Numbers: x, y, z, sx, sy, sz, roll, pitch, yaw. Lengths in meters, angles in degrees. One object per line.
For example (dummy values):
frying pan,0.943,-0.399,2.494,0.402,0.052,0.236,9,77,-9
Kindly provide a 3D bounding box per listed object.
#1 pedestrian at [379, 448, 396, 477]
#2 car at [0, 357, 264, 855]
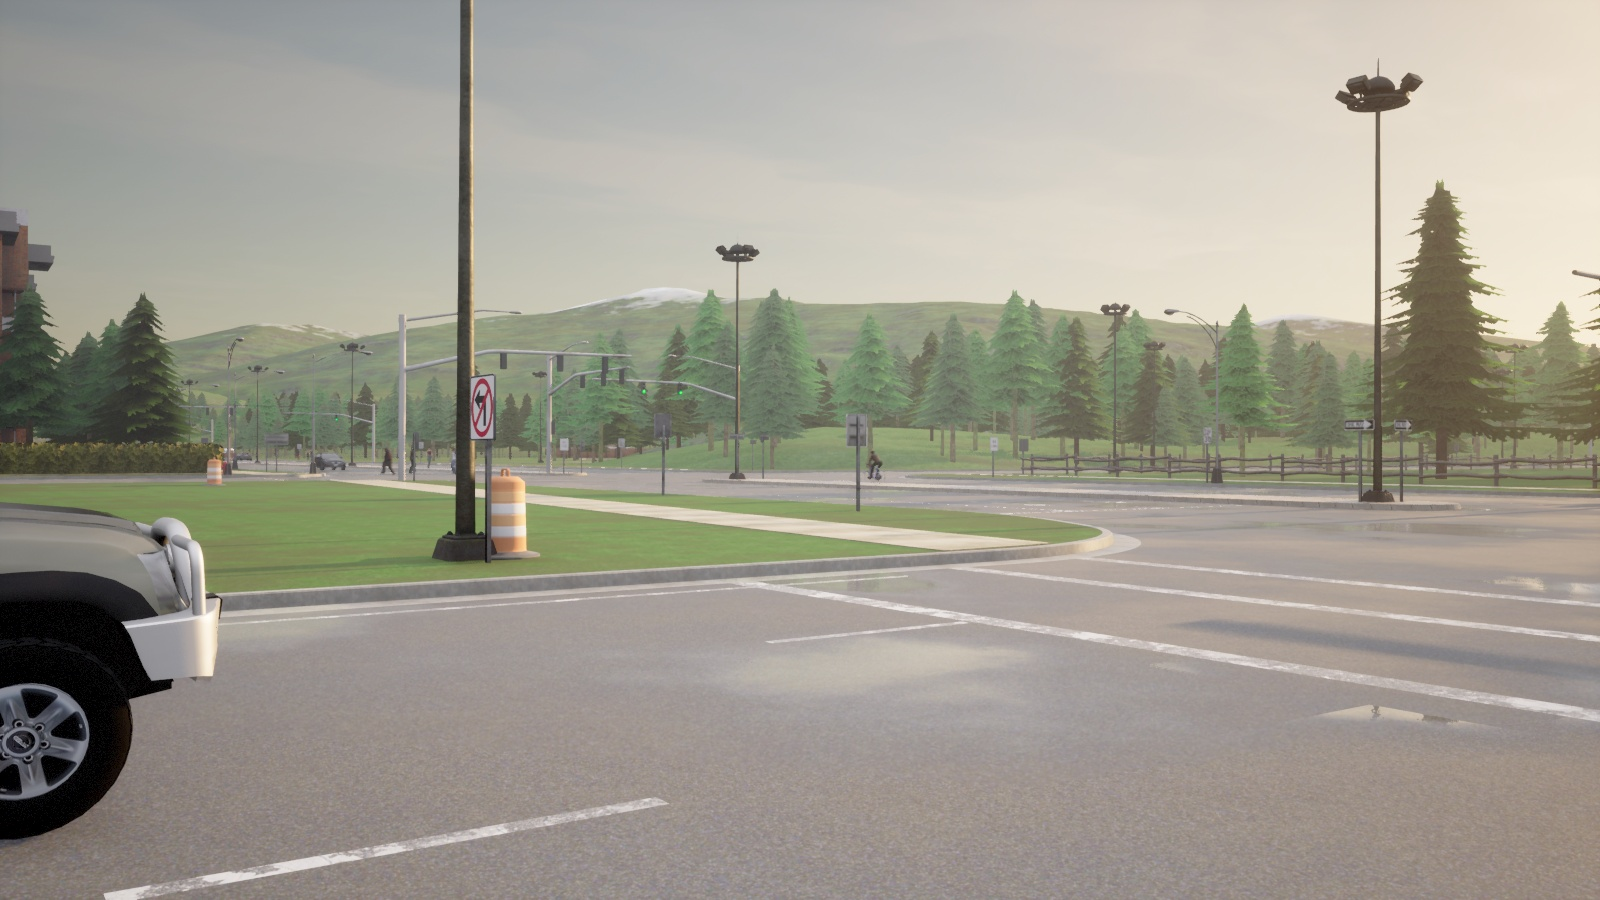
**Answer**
pedestrian,-26.735,0.789,81.320,0.899,1.844,0.634,0,0,-38
car,-4.662,0.583,4.678,4.605,1.855,1.932,0,0,-35
